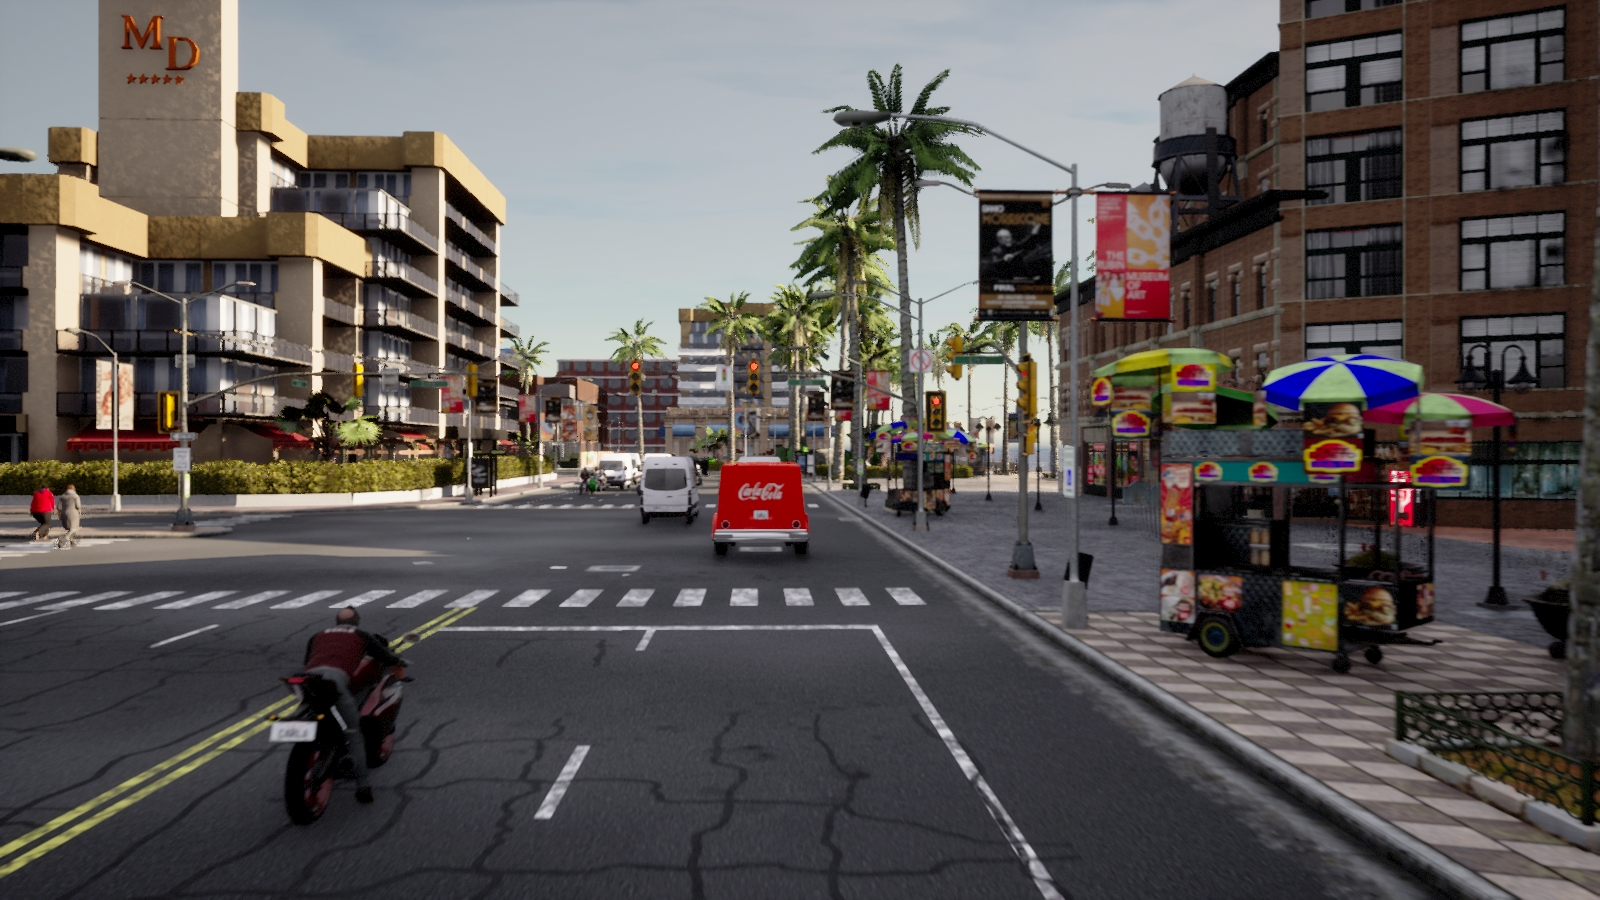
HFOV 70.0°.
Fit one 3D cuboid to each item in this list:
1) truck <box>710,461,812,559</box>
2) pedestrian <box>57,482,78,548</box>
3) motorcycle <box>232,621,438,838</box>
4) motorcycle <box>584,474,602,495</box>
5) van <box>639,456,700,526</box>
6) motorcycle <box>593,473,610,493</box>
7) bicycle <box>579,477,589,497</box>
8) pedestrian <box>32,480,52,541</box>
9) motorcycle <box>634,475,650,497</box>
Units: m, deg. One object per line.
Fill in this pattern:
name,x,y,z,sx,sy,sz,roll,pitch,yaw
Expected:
truck,-1.104,1.567,32.044,2.627,2.467,5.204,0,0,-2
pedestrian,-20.837,1.853,32.501,0.375,1.860,0.375,0,0,-4
motorcycle,-3.749,2.206,9.458,0.867,1.251,2.209,0,0,-2
motorcycle,-13.191,2.185,72.848,0.856,1.236,1.805,0,0,-2
van,-5.111,1.535,45.503,1.988,2.561,5.915,0,0,-2
motorcycle,-13.333,2.208,76.842,0.867,1.251,2.209,0,0,-2
bicycle,-13.015,2.213,69.003,0.329,1.171,1.835,0,0,-2
pedestrian,-23.329,1.853,35.178,0.375,1.860,0.375,0,0,-3
motorcycle,-9.511,2.172,68.864,0.764,1.277,2.356,0,0,-2
